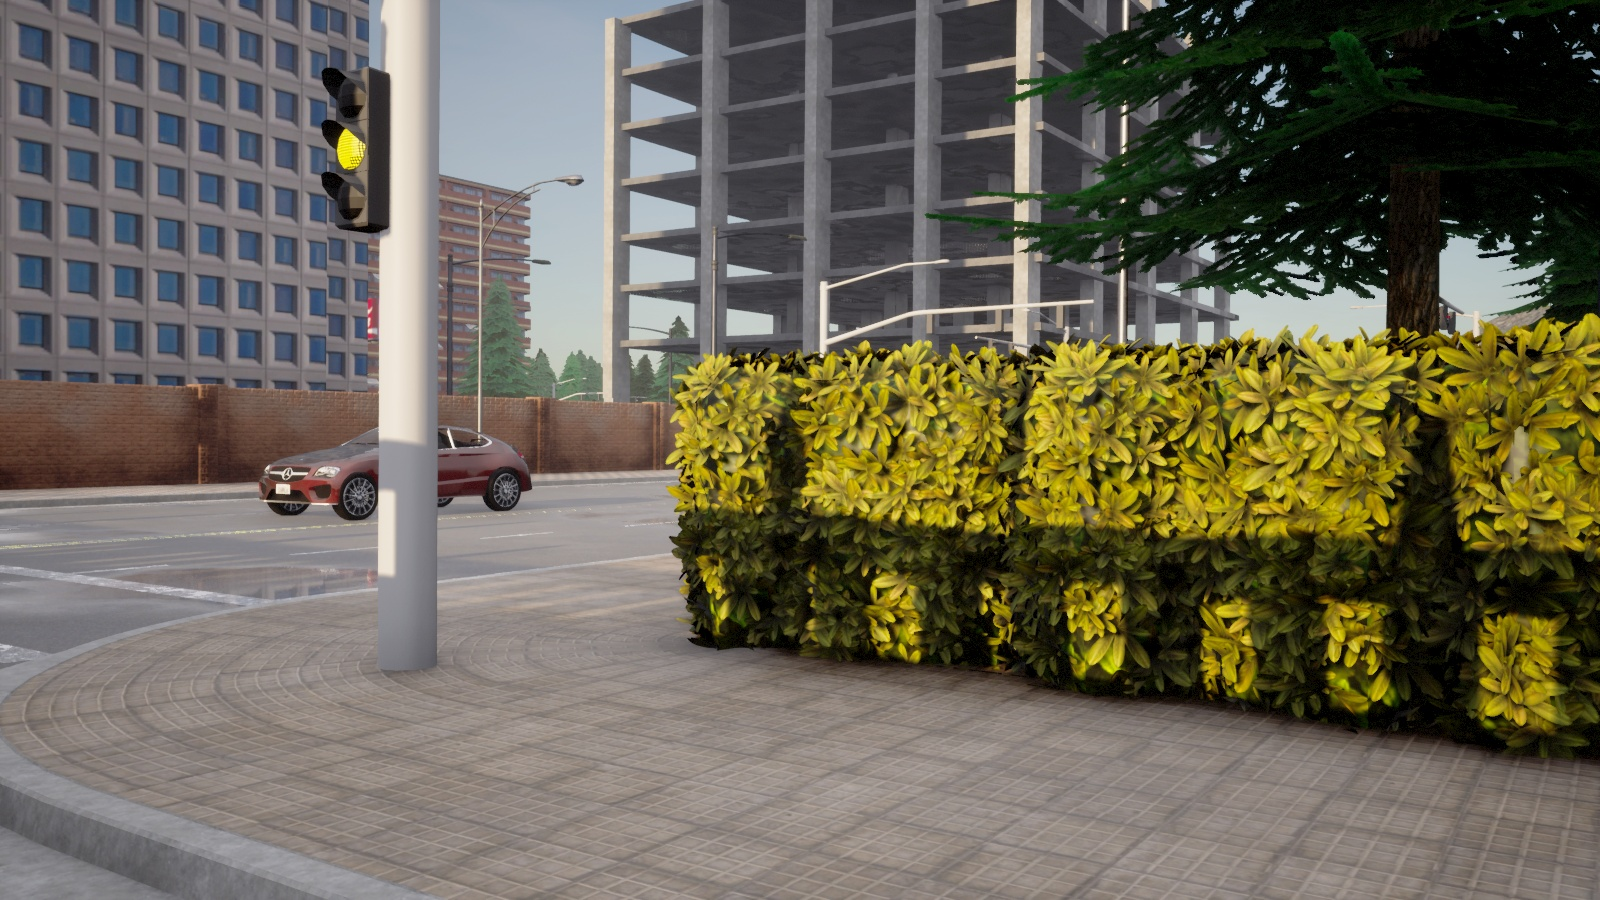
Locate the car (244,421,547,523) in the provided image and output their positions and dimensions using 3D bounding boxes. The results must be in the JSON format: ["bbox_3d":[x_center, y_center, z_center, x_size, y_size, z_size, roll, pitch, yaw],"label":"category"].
[{"bbox_3d":[-7.250,0.316,23.069,2.152,1.651,5.027,0,1,33],"label":"car"}]
